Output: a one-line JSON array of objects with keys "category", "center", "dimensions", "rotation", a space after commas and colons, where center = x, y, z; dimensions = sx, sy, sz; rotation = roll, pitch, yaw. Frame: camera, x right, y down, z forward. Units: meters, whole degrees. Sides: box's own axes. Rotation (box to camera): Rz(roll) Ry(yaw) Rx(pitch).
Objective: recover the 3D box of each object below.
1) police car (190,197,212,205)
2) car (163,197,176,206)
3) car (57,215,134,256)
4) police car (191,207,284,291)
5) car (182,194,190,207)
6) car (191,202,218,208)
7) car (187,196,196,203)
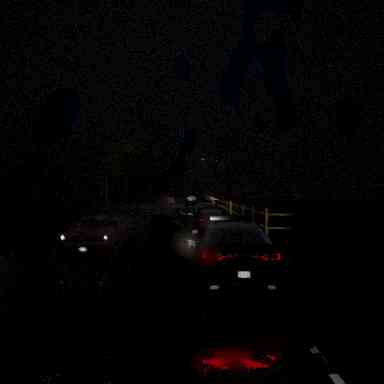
[{"category": "police car", "center": [0.989, 1.437, 25.194], "dimensions": [1.930, 1.638, 5.238], "rotation": [0, 0, 0]}, {"category": "car", "center": [-3.720, 1.572, 55.668], "dimensions": [1.994, 1.385, 4.181], "rotation": [0, 0, 0]}, {"category": "car", "center": [-3.633, 1.609, 13.291], "dimensions": [1.895, 1.301, 4.718], "rotation": [0, 0, 0]}, {"category": "police car", "center": [1.027, 1.432, 9.182], "dimensions": [1.930, 1.638, 5.238], "rotation": [0, 0, 0]}, {"category": "car", "center": [-0.060, 1.503, 50.942], "dimensions": [2.128, 1.511, 4.902], "rotation": [0, 0, 0]}, {"category": "car", "center": [1.004, 1.537, 19.079], "dimensions": [1.812, 1.442, 4.674], "rotation": [0, 0, 0]}, {"category": "car", "center": [-0.166, 1.595, 69.576], "dimensions": [1.895, 1.301, 4.718], "rotation": [0, 0, 0]}]
